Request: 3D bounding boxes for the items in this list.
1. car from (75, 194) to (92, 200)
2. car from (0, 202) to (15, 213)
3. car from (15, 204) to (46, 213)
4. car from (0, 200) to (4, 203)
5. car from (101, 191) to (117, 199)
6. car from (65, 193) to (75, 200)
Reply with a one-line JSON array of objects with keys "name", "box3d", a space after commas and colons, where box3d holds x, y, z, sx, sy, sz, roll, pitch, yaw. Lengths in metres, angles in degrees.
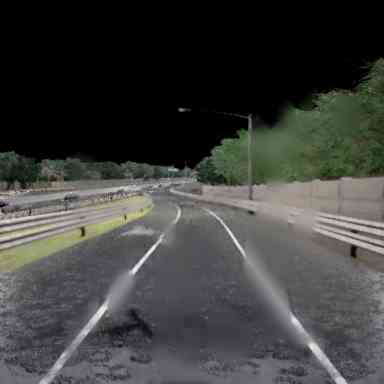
[{"name": "car", "box3d": [-26.979, 1.324, 84.084, 1.994, 1.385, 4.181, 0, 3, 9]}, {"name": "car", "box3d": [-31.017, 2.759, 58.162, 1.994, 1.385, 4.181, 0, 3, 9]}, {"name": "car", "box3d": [-27.559, 2.766, 57.622, 2.033, 1.411, 5.357, 0, 3, 9]}, {"name": "car", "box3d": [-34.470, 2.372, 58.723, 2.150, 2.045, 5.566, 0, 3, 9]}, {"name": "car", "box3d": [-22.607, 0.835, 89.406, 2.097, 1.767, 4.553, 0, 3, 9]}, {"name": "car", "box3d": [-30.443, 1.103, 84.581, 2.097, 1.767, 4.553, 0, 3, 9]}]
